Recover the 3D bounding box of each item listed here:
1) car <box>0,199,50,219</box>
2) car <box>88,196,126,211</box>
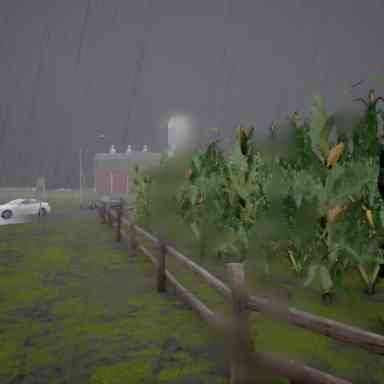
[{"bbox_3d":[-13.635,1.279,26.488,1.812,1.442,4.674,-1,1,31],"label":"car"},{"bbox_3d":[-8.801,1.153,34.705,1.994,1.385,4.181,-1,1,29],"label":"car"}]
